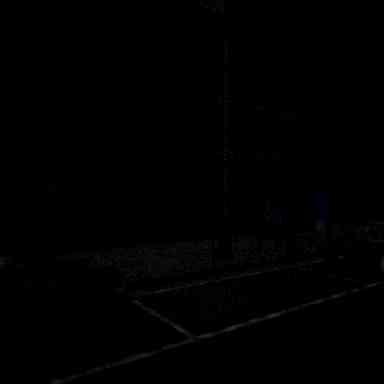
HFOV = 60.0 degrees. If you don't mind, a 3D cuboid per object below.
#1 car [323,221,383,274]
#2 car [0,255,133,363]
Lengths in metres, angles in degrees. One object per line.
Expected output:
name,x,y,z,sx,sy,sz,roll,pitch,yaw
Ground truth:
car,6.124,1.654,10.900,4.507,1.381,1.887,1,0,-35
car,-2.872,1.584,4.484,4.206,1.307,1.802,1,0,-35
